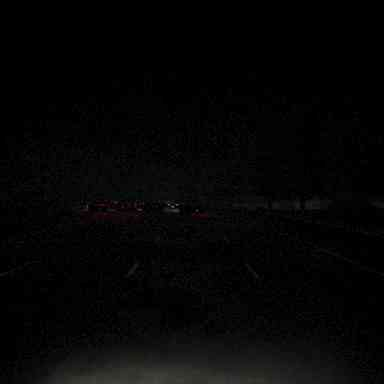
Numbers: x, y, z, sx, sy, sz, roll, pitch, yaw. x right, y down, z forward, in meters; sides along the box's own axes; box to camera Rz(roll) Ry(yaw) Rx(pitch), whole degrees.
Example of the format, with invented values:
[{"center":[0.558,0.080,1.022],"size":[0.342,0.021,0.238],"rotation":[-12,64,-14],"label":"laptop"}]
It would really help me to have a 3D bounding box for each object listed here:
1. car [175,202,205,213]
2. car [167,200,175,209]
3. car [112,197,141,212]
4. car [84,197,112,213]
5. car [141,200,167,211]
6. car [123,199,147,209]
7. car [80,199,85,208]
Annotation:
[{"center":[-0.108,1.800,39.264],"size":[1.895,1.301,4.718],"rotation":[0,0,-18],"label":"car"},{"center":[-3.711,1.851,49.355],"size":[1.895,1.301,4.718],"rotation":[0,0,-26],"label":"car"},{"center":[-8.261,1.564,41.797],"size":[2.097,1.767,4.553],"rotation":[0,0,-22],"label":"car"},{"center":[-11.386,1.695,40.119],"size":[2.128,1.511,4.902],"rotation":[0,0,-22],"label":"car"},{"center":[-5.180,1.785,43.534],"size":[1.994,1.385,4.181],"rotation":[0,0,-22],"label":"car"},{"center":[-9.074,1.814,52.738],"size":[2.033,1.411,5.357],"rotation":[0,0,-30],"label":"car"},{"center":[-15.472,1.759,49.859],"size":[1.837,1.490,4.892],"rotation":[0,0,-30],"label":"car"}]
